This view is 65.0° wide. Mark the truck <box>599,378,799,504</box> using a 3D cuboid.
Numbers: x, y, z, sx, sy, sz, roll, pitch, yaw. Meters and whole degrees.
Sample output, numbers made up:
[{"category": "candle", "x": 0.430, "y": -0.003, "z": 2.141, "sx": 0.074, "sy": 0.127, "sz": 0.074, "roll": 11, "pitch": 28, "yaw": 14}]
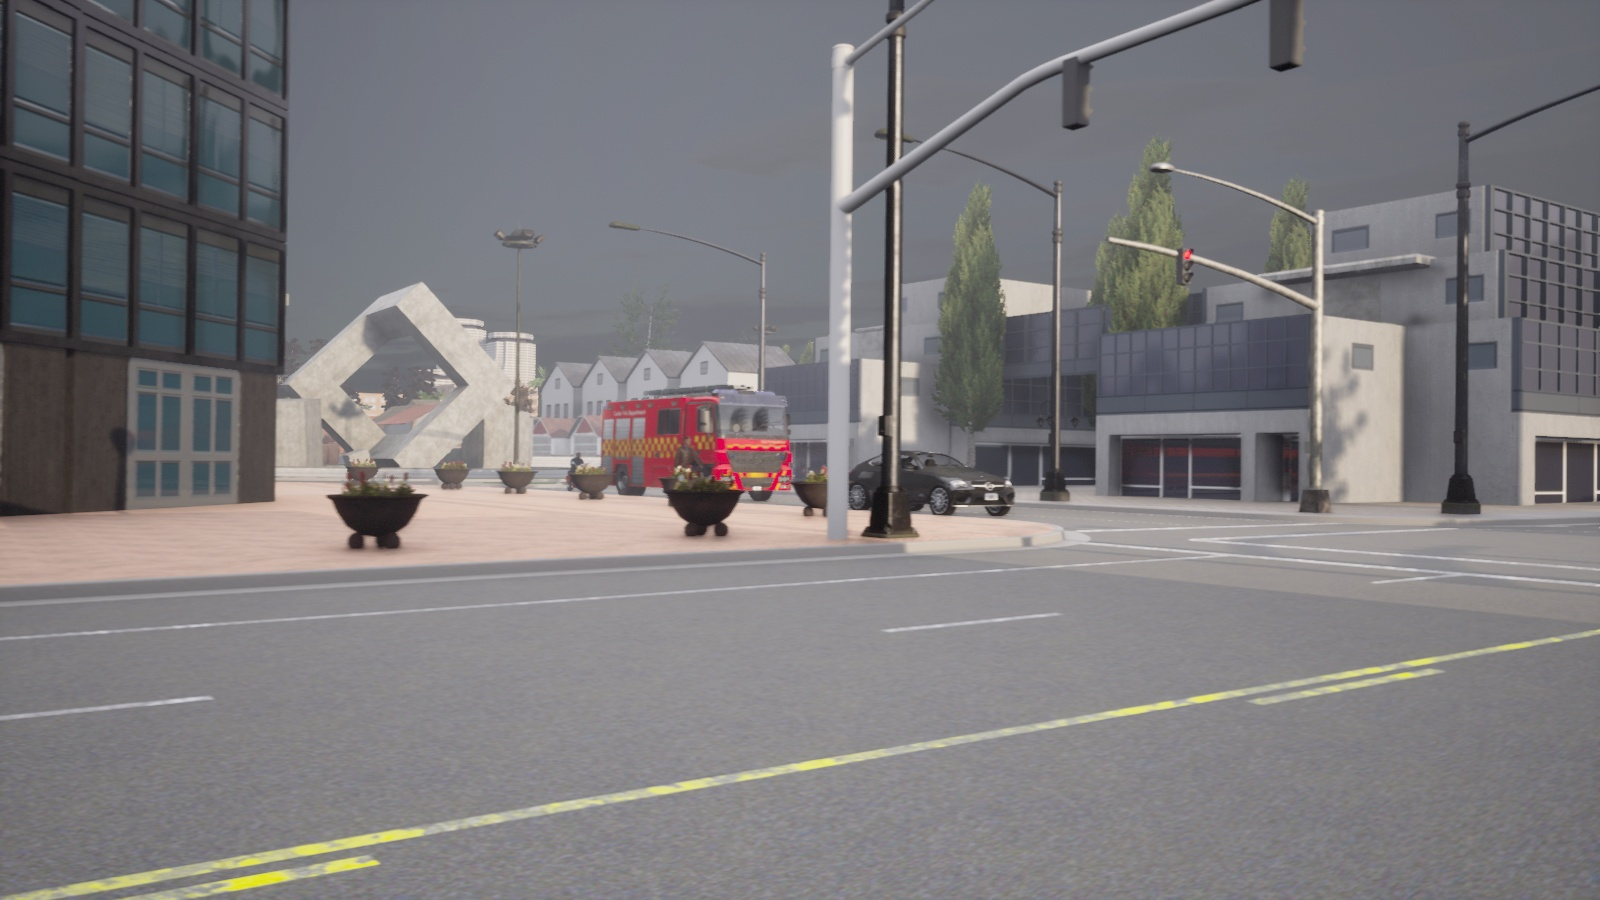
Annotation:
[{"category": "truck", "x": -3.621, "y": -0.233, "z": 42.443, "sx": 2.891, "sy": 3.827, "sz": 8.468, "roll": 1, "pitch": -1, "yaw": -34}]

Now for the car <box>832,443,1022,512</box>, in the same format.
[{"category": "car", "x": 3.170, "y": 0.670, "z": 32.500, "sx": 2.152, "sy": 1.651, "sz": 5.027, "roll": 1, "pitch": -1, "yaw": -34}]

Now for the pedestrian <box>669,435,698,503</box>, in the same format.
[{"category": "pedestrian", "x": -3.162, "y": 0.519, "z": 34.108, "sx": 0.703, "sy": 1.840, "sz": 0.431, "roll": 0, "pitch": -1, "yaw": 45}]
